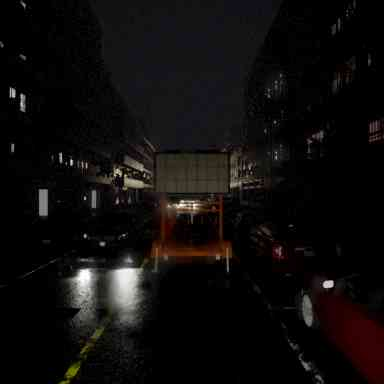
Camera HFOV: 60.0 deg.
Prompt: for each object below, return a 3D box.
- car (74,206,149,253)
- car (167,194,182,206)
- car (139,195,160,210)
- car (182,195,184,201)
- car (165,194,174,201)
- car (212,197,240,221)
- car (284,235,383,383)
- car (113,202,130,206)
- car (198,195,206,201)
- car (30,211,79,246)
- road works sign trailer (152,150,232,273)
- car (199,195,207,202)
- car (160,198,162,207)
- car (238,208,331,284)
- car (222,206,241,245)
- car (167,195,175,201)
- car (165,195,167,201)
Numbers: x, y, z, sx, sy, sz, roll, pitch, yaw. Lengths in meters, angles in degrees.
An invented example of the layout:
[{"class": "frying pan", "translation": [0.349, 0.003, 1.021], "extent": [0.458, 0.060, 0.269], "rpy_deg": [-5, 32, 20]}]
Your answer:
[{"class": "car", "translation": [-3.096, 1.525, 13.827], "extent": [1.812, 1.442, 4.674], "rpy_deg": [0, 0, 0]}, {"class": "car", "translation": [-3.071, 1.513, 55.698], "extent": [1.812, 1.442, 4.674], "rpy_deg": [0, 0, 0]}, {"class": "car", "translation": [-5.676, 1.432, 43.384], "extent": [1.967, 1.590, 4.097], "rpy_deg": [0, 0, 0]}, {"class": "car", "translation": [-2.974, 1.481, 82.394], "extent": [1.837, 1.490, 4.892], "rpy_deg": [0, 0, 0]}, {"class": "car", "translation": [-5.663, 1.415, 82.838], "extent": [1.967, 1.590, 4.097], "rpy_deg": [0, 0, 0]}, {"class": "car", "translation": [2.701, 1.312, 26.468], "extent": [2.192, 1.841, 5.009], "rpy_deg": [0, 0, 0]}, {"class": "car", "translation": [2.693, 1.545, 3.922], "extent": [1.887, 1.381, 4.507], "rpy_deg": [0, 0, 0]}, {"class": "car", "translation": [-5.681, 1.523, 26.304], "extent": [1.752, 1.417, 4.829], "rpy_deg": [0, 0, 0]}, {"class": "car", "translation": [2.719, 1.517, 88.468], "extent": [1.887, 1.381, 4.507], "rpy_deg": [0, 0, 0]}, {"class": "car", "translation": [-5.685, 1.565, 15.200], "extent": [1.947, 1.339, 4.313], "rpy_deg": [0, 0, 0]}, {"class": "road works sign trailer", "translation": [0.003, 0.464, 10.692], "extent": [2.380, 3.560, 2.880], "rpy_deg": [0, 0, 0]}, {"class": "car", "translation": [2.715, 1.503, 77.365], "extent": [1.752, 1.417, 4.829], "rpy_deg": [0, 0, 0]}, {"class": "car", "translation": [-5.673, 1.305, 49.020], "extent": [2.192, 1.841, 5.009], "rpy_deg": [0, 0, 0]}, {"class": "car", "translation": [2.694, 1.440, 9.559], "extent": [1.967, 1.590, 4.097], "rpy_deg": [0, 0, 0]}, {"class": "car", "translation": [2.696, 1.550, 15.195], "extent": [2.008, 1.369, 4.403], "rpy_deg": [0, 0, 0]}, {"class": "car", "translation": [-5.662, 1.516, 88.475], "extent": [1.887, 1.381, 4.507], "rpy_deg": [0, 0, 0]}, {"class": "car", "translation": [-5.673, 1.570, 54.657], "extent": [1.802, 1.307, 4.206], "rpy_deg": [0, 0, 0]}]
